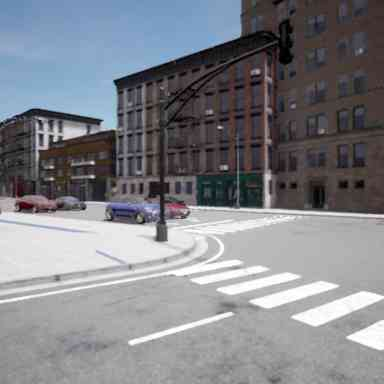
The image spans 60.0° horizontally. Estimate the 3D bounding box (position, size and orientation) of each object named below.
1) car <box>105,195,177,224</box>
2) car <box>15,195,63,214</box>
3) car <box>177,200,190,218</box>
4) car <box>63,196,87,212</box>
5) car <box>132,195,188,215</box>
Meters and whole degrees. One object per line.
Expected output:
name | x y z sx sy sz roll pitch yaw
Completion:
car | -3.519 1.022 21.366 4.553 1.767 2.097 1 1 39
car | -13.863 1.037 29.531 5.008 1.535 1.882 2 1 39
car | -2.312 1.180 24.617 4.674 1.442 1.812 1 1 38
car | -12.046 1.111 32.245 4.181 1.385 1.994 1 1 39
car | -2.910 1.094 29.416 5.008 1.535 1.882 1 1 38
